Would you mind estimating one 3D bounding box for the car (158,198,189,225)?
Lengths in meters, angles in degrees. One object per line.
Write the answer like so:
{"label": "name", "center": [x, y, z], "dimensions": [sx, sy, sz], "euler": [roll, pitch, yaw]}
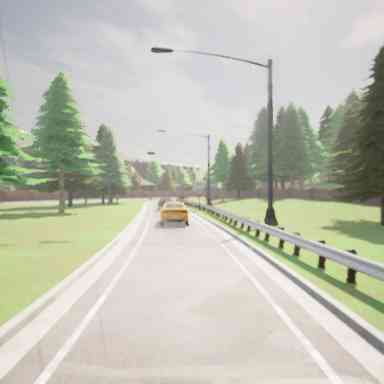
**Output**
{"label": "car", "center": [-1.311, 1.444, 23.787], "dimensions": [1.882, 1.535, 5.008], "euler": [0, 0, -5]}
